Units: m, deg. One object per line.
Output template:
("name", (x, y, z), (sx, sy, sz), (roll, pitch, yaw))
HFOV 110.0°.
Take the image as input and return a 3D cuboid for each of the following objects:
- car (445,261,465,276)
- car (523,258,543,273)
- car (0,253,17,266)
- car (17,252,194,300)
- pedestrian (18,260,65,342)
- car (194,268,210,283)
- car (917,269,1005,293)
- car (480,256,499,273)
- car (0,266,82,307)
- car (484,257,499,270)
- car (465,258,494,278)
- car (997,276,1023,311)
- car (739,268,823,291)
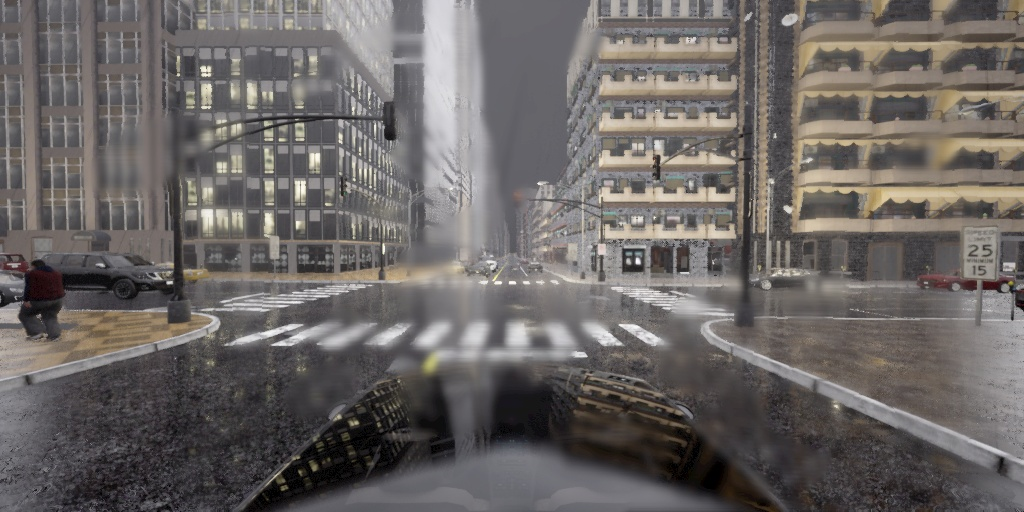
("car", (-5.691, 1.265, 36.493), (1.751, 1.417, 4.829), (0, 0, 0))
("car", (2.690, 1.289, 42.317), (2.007, 1.370, 4.403), (0, 0, 0))
("car", (-33.613, 0.712, 22.549), (5.009, 1.841, 2.192), (0, 0, 1))
("car", (-18.482, 0.848, 16.531), (5.566, 2.045, 2.150), (1, 1, 1))
("pedestrian", (-10.014, 0.917, 7.630), (0.375, 1.860, 0.375), (-1, 1, 0))
("car", (-21.666, 1.029, 22.345), (4.829, 1.417, 1.751), (0, 0, 1))
("car", (27.375, 1.462, 21.691), (4.507, 1.381, 1.888), (0, 0, 1))
("car", (-3.096, 0.960, 44.398), (2.150, 2.045, 5.566), (0, 0, 0))
("car", (-20.286, 1.204, 14.011), (4.403, 1.370, 2.007), (0, 0, 1))
("car", (-3.087, 1.088, 54.541), (2.097, 1.767, 4.553), (0, 0, 0))
("car", (-3.095, 1.245, 34.698), (1.837, 1.490, 4.892), (0, 0, 0))
("car", (21.716, 1.576, 13.390), (4.313, 1.339, 1.948), (0, 0, 1))
("car", (16.309, 1.376, 21.847), (4.403, 1.370, 2.007), (0, 0, 1))
